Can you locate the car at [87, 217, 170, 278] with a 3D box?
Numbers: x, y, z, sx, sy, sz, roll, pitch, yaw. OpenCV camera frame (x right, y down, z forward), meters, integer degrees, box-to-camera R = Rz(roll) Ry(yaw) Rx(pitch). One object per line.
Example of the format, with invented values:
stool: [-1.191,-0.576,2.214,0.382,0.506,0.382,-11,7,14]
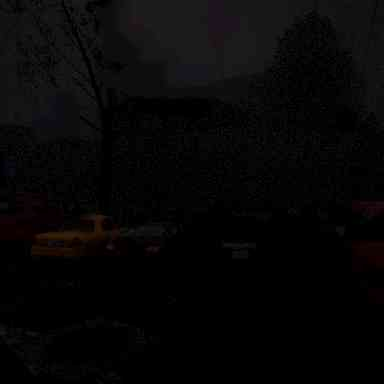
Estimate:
car: [-0.914,1.520,10.095,2.002,1.452,4.674,0,-1,15]

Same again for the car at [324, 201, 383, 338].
car: [4.004,1.232,6.601,2.435,2.045,5.566,1,-1,15]

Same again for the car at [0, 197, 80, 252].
car: [-5.821,1.226,13.578,2.435,2.045,5.566,0,-1,15]

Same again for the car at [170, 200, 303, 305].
car: [1.555,1.230,8.397,2.435,2.045,5.566,0,-1,15]

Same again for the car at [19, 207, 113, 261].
car: [-3.321,1.477,12.005,1.946,1.575,5.366,0,-1,15]
